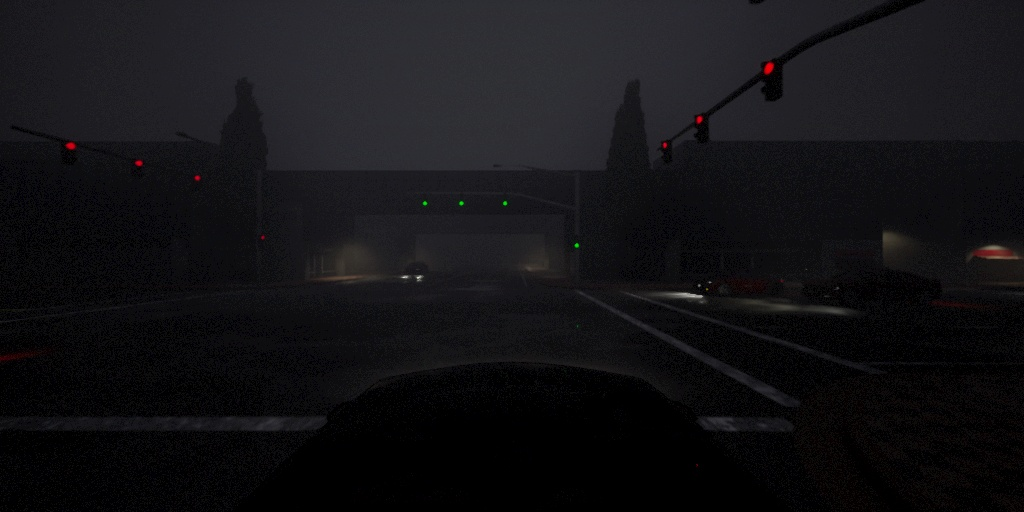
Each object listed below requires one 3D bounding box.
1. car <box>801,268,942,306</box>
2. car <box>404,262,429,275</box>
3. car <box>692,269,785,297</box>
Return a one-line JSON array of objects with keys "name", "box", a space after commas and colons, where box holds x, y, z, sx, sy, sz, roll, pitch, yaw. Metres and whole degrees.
[{"name": "car", "box": [15.447, 1.282, 15.595, 5.008, 1.535, 1.882, 0, 0, 0]}, {"name": "car", "box": [-11.126, 1.434, 41.891, 1.882, 1.535, 5.008, 0, 1, 0]}, {"name": "car", "box": [11.962, 1.382, 19.095, 4.181, 1.385, 1.994, 0, 0, 0]}]
